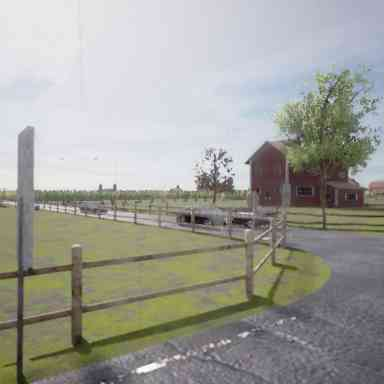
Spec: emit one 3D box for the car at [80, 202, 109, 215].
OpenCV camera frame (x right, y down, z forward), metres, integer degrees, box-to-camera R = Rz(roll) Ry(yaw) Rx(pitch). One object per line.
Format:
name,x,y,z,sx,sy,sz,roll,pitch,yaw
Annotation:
car,-11.649,1.884,39.385,2.033,1.411,5.357,1,-1,-36

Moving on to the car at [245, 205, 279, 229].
car,3.710,1.675,22.839,1.837,1.490,4.892,0,-1,-35

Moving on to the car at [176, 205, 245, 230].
car,0.844,1.632,22.230,2.128,1.511,4.902,1,-1,-36
